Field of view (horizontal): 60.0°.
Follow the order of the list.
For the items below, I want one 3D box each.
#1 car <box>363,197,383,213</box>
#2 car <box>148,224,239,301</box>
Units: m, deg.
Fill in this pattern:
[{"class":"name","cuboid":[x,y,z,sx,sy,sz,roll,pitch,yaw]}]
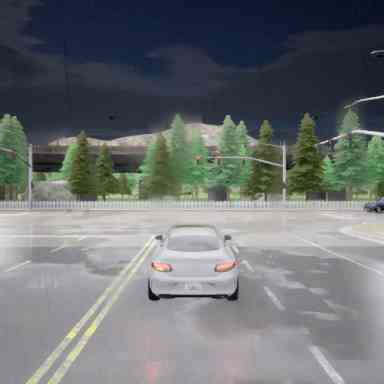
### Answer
[{"class":"car","cuboid":[20.734,1.296,35.348,4.553,1.767,2.097,0,0,0]},{"class":"car","cuboid":[0.033,1.526,8.216,1.812,1.442,4.674,0,0,0]}]
